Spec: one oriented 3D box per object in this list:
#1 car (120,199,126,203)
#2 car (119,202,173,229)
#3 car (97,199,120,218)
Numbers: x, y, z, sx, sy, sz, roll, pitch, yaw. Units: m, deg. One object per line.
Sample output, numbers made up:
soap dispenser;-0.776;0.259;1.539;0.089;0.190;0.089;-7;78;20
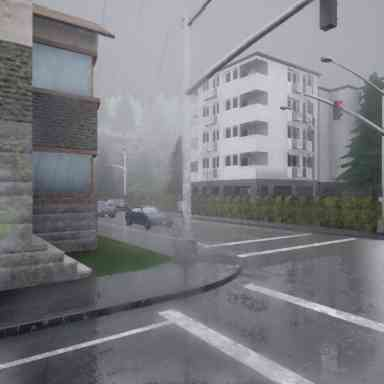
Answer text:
car;-8.777;1.528;37.599;2.097;1.767;4.553;0;0;-35
car;-3.128;1.702;23.316;1.812;1.442;4.674;0;0;-36
car;-8.910;1.528;31.450;2.097;1.767;4.553;0;0;-35
